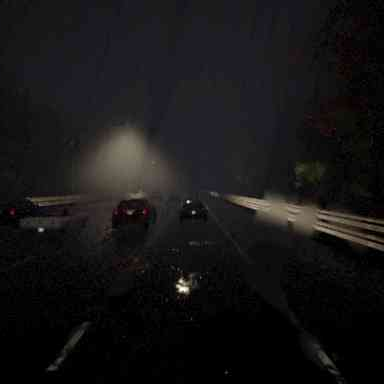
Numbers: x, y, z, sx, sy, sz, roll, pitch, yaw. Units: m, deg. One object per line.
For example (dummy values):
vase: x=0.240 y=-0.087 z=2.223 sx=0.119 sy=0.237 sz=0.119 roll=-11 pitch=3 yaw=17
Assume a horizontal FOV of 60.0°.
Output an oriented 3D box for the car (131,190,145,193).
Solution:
car: x=-10.176 y=0.610 z=62.885 sx=2.150 sy=2.045 sz=5.566 roll=0 pitch=0 yaw=0

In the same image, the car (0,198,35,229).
car: x=-10.399 y=1.155 z=19.840 sx=2.097 sy=1.767 sz=4.553 roll=0 pitch=0 yaw=0

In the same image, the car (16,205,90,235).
car: x=-6.907 y=1.429 z=17.427 sx=1.895 sy=1.301 sz=4.718 roll=0 pitch=1 yaw=0

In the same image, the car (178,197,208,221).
car: x=0.114 y=1.323 z=24.489 sx=1.994 sy=1.385 sz=4.181 roll=0 pitch=1 yaw=0

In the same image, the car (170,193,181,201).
car: x=-3.171 y=0.948 z=63.436 sx=1.994 sy=1.385 sz=4.181 roll=0 pitch=0 yaw=0

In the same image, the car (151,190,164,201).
car: x=-6.674 y=0.607 z=63.232 sx=2.150 sy=2.045 sz=5.566 roll=0 pitch=0 yaw=0

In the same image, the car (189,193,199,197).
car: x=0.330 y=0.886 z=63.579 sx=1.837 sy=1.490 sz=4.892 roll=0 pitch=0 yaw=0

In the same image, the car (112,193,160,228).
car: x=-3.397 y=1.150 z=20.351 sx=2.097 sy=1.767 sz=4.553 roll=0 pitch=0 yaw=0
